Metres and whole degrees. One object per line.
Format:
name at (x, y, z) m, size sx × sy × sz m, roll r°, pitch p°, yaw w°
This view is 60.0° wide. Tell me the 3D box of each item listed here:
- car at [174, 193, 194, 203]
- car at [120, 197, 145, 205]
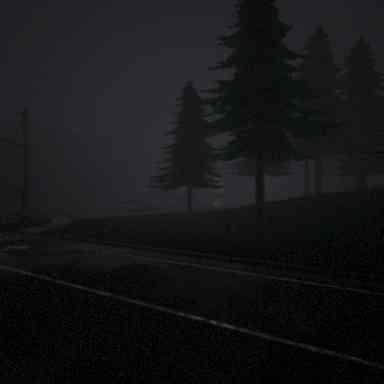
car at (-1.671, 1.329, 72.250) m, size 2.150 × 2.045 × 5.566 m, roll 0°, pitch 0°, yaw 35°
car at (-10.647, 1.595, 59.548) m, size 1.882 × 1.535 × 5.008 m, roll 0°, pitch 0°, yaw 36°
